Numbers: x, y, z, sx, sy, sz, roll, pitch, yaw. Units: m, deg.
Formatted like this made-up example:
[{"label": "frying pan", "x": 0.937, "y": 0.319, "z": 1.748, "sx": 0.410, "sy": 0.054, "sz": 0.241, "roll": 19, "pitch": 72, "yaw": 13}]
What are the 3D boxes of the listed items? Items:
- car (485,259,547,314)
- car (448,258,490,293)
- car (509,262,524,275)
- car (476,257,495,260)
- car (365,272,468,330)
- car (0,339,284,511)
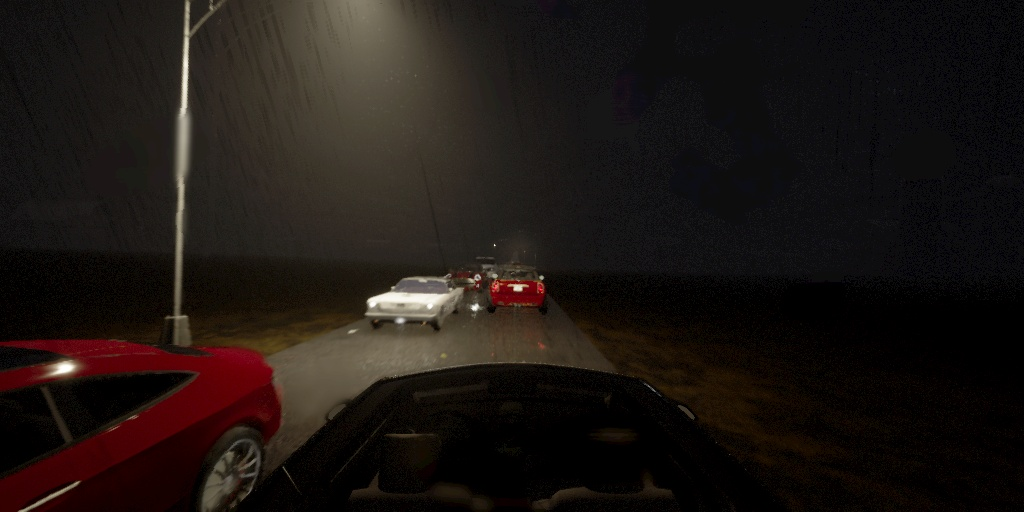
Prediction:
[{"label": "car", "x": 0.239, "y": 1.183, "z": 14.616, "sx": 2.097, "sy": 1.767, "sz": 4.553, "roll": 2, "pitch": 0, "yaw": 1}, {"label": "car", "x": -2.612, "y": 1.144, "z": 21.295, "sx": 2.097, "sy": 1.767, "sz": 4.553, "roll": 2, "pitch": 0, "yaw": 1}, {"label": "car", "x": 0.597, "y": 1.560, "z": 47.769, "sx": 1.882, "sy": 1.535, "sz": 5.008, "roll": 2, "pitch": 0, "yaw": 1}, {"label": "car", "x": -2.437, "y": 1.093, "z": 31.904, "sx": 2.150, "sy": 2.045, "sz": 5.566, "roll": 2, "pitch": 0, "yaw": 1}, {"label": "car", "x": -2.755, "y": 1.326, "z": 11.156, "sx": 1.895, "sy": 1.301, "sz": 4.718, "roll": 2, "pitch": 0, "yaw": 1}, {"label": "car", "x": -2.859, "y": 1.192, "z": 1.271, "sx": 1.812, "sy": 1.442, "sz": 4.674, "roll": 2, "pitch": 0, "yaw": 0}]
